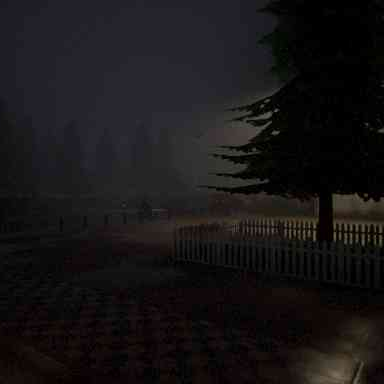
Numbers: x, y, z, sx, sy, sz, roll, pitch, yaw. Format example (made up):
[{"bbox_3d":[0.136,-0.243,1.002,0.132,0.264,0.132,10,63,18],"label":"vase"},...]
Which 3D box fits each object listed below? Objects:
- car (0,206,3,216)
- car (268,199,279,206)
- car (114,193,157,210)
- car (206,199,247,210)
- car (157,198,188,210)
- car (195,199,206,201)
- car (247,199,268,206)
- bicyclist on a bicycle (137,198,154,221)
[{"bbox_3d":[-16.734,1.492,24.601,2.128,1.511,4.902,0,0,34],"label":"car"},{"bbox_3d":[14.267,1.547,55.774,2.033,1.411,5.357,0,0,36],"label":"car"},{"bbox_3d":[-7.570,1.221,43.557,2.150,2.045,5.566,0,0,36],"label":"car"},{"bbox_3d":[4.440,1.220,41.980,2.150,2.045,5.566,0,0,35],"label":"car"},{"bbox_3d":[-2.703,1.547,44.341,2.033,1.411,5.357,0,0,36],"label":"car"},{"bbox_3d":[1.819,1.009,56.565,2.097,1.767,4.553,0,0,35],"label":"car"},{"bbox_3d":[10.404,1.547,56.549,2.033,1.411,5.357,0,0,35],"label":"car"},{"bbox_3d":[-3.433,1.302,24.414,1.656,1.620,0.582,0,0,35],"label":"bicyclist on a bicycle"}]
